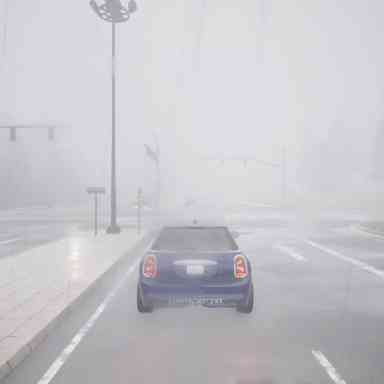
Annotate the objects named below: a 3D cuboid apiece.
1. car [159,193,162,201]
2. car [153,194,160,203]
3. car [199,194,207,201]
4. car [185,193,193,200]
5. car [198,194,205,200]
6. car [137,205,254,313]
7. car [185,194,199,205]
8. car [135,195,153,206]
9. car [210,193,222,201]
[{"bbox_3d":[-8.586,1.225,81.160,2.150,2.045,5.566,0,0,-1],"label":"car"},{"bbox_3d":[-8.393,1.547,69.119,2.033,1.411,5.357,0,0,-1],"label":"car"},{"bbox_3d":[2.851,1.513,85.208,1.812,1.442,4.674,0,0,-1],"label":"car"},{"bbox_3d":[-0.814,1.189,95.506,2.150,2.045,5.566,0,0,-1],"label":"car"},{"bbox_3d":[2.686,1.442,95.532,1.882,1.535,5.008,0,0,-1],"label":"car"},{"bbox_3d":[0.071,1.352,7.826,2.097,1.767,4.553,0,0,0],"label":"car"},{"bbox_3d":[-0.161,1.526,54.646,1.812,1.442,4.674,0,0,-1],"label":"car"},{"bbox_3d":[-8.270,1.352,56.005,2.097,1.767,4.553,0,0,-1],"label":"car"},{"bbox_3d":[6.356,1.215,84.937,2.150,2.045,5.566,0,0,-1],"label":"car"}]
